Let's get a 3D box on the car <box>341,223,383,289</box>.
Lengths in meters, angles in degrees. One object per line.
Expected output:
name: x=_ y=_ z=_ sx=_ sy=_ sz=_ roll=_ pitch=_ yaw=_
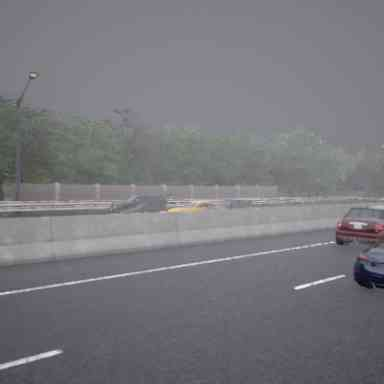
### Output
car: x=5.730 y=1.558 z=7.956 sx=4.181 sy=1.385 sz=1.994 roll=0 pitch=0 yaw=-35

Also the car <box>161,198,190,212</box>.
car: x=0.455 y=1.464 z=25.798 sx=5.008 sy=1.535 sz=1.882 roll=0 pitch=0 yaw=-35

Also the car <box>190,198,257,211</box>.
car: x=2.529 y=1.338 z=22.978 sx=4.553 sy=1.767 sz=2.097 roll=0 pitch=0 yaw=-35

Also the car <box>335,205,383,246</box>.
car: x=8.051 y=1.339 z=13.909 sx=4.553 sy=1.767 sz=2.097 roll=0 pitch=0 yaw=-35

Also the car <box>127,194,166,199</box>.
car: x=-4.792 y=1.209 z=30.654 sx=5.566 sy=2.045 sz=2.150 roll=0 pitch=0 yaw=-35

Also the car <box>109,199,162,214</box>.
car: x=-3.700 y=1.537 z=27.144 sx=5.357 sy=1.411 sz=2.033 roll=0 pitch=0 yaw=-35
